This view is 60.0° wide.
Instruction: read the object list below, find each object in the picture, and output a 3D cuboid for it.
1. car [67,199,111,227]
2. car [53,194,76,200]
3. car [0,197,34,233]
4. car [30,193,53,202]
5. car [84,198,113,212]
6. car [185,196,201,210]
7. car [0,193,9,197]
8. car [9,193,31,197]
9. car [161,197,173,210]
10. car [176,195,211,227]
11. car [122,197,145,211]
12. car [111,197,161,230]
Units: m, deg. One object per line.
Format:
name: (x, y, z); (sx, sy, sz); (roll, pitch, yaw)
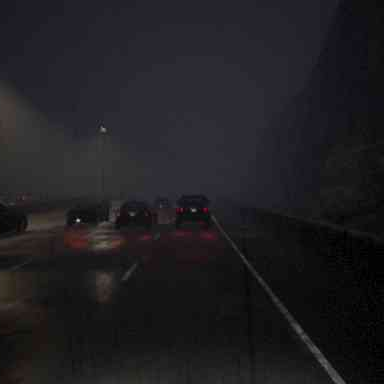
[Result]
car: (-6.904, 1.459, 22.599); (1.837, 1.490, 4.892); (0, 0, 0)
car: (-21.011, 1.112, 55.742); (1.837, 1.490, 4.892); (0, 1, 0)
car: (-10.403, 1.334, 17.062); (2.097, 1.767, 4.553); (0, 0, 0)
car: (-24.511, 1.068, 55.740); (1.882, 1.535, 5.008); (0, 1, 0)
car: (-10.407, 1.424, 37.372); (1.895, 1.301, 4.718); (0, 1, 0)
car: (0.092, 1.262, 40.512); (1.882, 1.535, 5.008); (0, 1, 0)
car: (-31.511, 0.919, 55.767); (2.097, 1.767, 4.553); (0, 1, 0)
car: (-28.011, 0.963, 55.768); (2.097, 1.767, 4.553); (0, 1, 0)
car: (-3.408, 1.308, 39.069); (1.837, 1.490, 4.892); (0, 1, 0)
car: (0.095, 1.177, 22.376); (2.150, 2.045, 5.566); (0, 0, 0)
car: (-6.908, 1.362, 39.426); (1.994, 1.385, 4.181); (0, 1, 0)
car: (-3.404, 1.315, 21.090); (2.097, 1.767, 4.553); (0, 0, 0)
